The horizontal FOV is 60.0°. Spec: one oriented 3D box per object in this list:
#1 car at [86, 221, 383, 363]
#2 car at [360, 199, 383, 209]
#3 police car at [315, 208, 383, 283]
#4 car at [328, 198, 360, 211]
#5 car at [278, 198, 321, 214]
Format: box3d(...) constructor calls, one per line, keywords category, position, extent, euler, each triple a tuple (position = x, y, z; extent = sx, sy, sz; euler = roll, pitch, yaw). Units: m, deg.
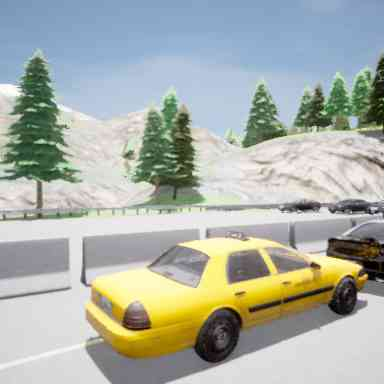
box3d(category="car", position=(0.995, 1.442, 5.810), extent=(5.366, 1.575, 1.801), euler=(0, 0, -34))
box3d(category="car", position=(18.086, 1.379, 30.142), extent=(4.902, 1.511, 2.128), euler=(0, 0, -24))
box3d(category="police car", position=(5.831, 1.391, 8.942), extent=(5.238, 1.638, 1.930), euler=(0, 0, -32))
box3d(category="car", position=(15.635, 1.395, 32.869), extent=(4.892, 1.490, 1.837), euler=(0, 0, -24))
box3d(category="car", position=(11.193, 1.391, 34.632), extent=(4.902, 1.511, 2.128), euler=(0, 0, -26))
